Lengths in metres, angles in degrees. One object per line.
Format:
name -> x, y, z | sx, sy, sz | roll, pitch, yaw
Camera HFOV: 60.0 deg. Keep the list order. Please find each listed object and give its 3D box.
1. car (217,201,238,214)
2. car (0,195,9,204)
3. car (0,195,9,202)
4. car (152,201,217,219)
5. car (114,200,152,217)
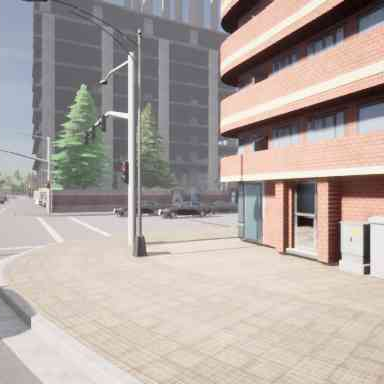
car -> 3.022, 1.618, 35.572 | 4.181, 1.385, 1.994 | 0, 0, -27
car -> -36.035, 1.592, 62.359 | 1.895, 1.301, 4.718 | 0, 0, -27
car -> -42.448, 1.495, 74.912 | 1.837, 1.490, 4.892 | 0, 0, -27
car -> -0.641, 1.546, 29.819 | 4.902, 1.511, 2.128 | 0, 0, -27
car -> -4.945, 1.546, 31.578 | 4.902, 1.511, 2.128 | 0, 0, -27
